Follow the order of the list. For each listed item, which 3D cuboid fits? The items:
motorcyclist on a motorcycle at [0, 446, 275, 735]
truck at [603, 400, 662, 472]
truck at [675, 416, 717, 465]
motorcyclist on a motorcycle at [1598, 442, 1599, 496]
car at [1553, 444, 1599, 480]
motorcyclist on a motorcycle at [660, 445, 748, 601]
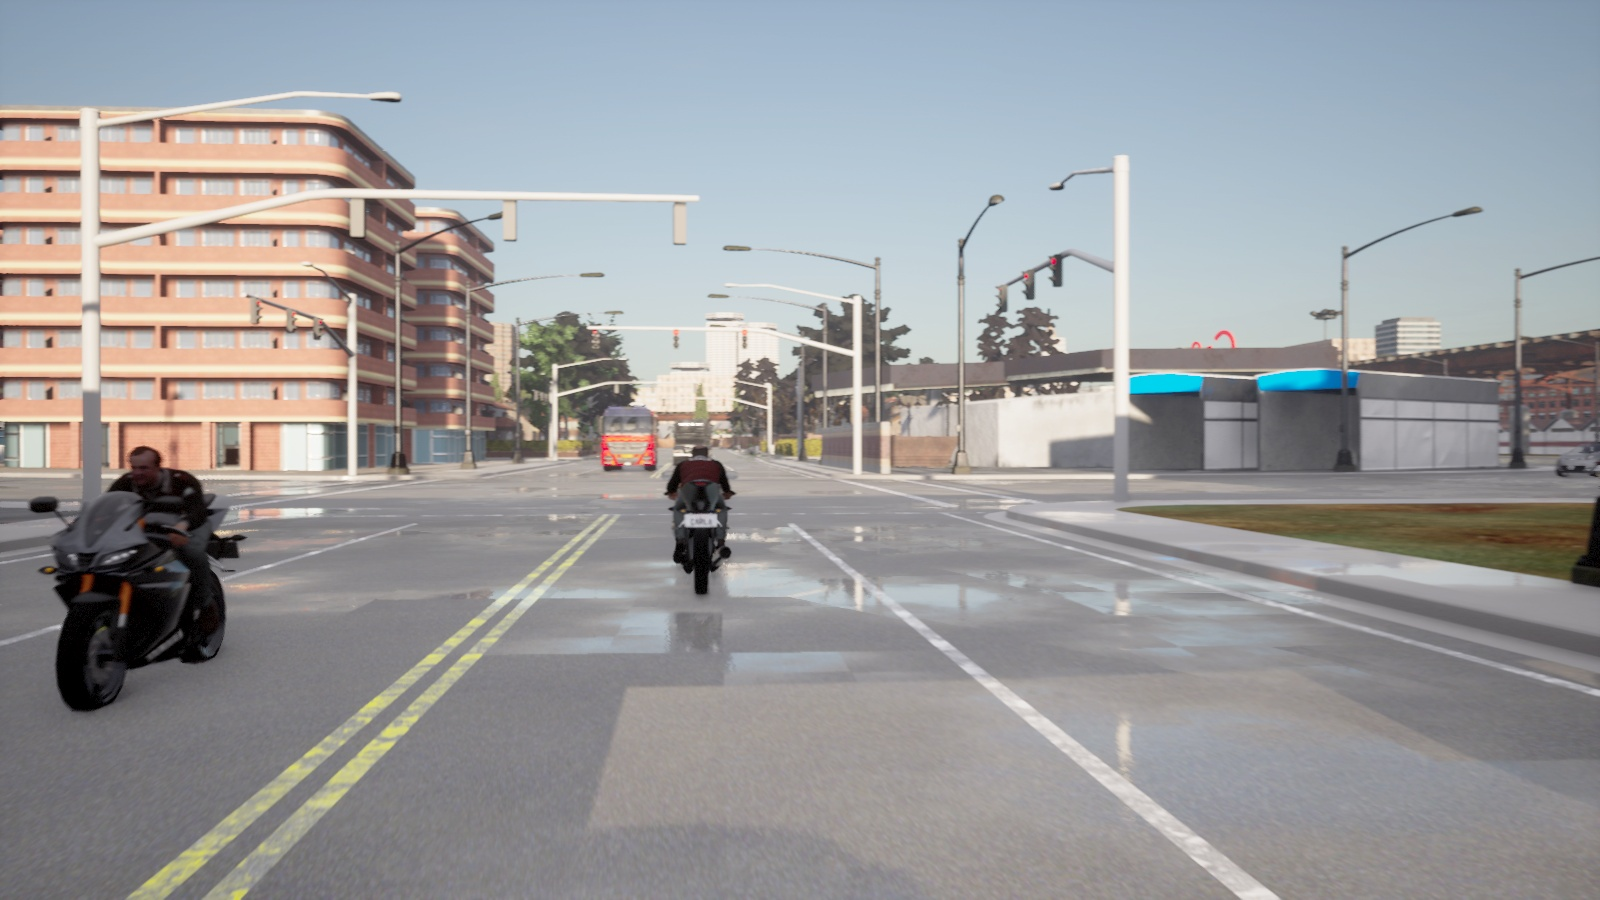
[{"bbox_3d":[-4.076,0.745,7.801,0.866,1.530,2.191,0,0,-5],"label":"motorcyclist on a motorcycle"},{"bbox_3d":[-9.426,-0.763,71.448,2.891,3.827,8.468,0,0,-5],"label":"truck"},{"bbox_3d":[-7.583,-0.678,91.324,2.891,3.462,7.936,0,0,-5],"label":"truck"},{"bbox_3d":[23.769,0.544,35.489,2.044,1.523,0.797,0,0,-9],"label":"motorcyclist on a motorcycle"},{"bbox_3d":[34.169,0.481,53.698,3.633,1.501,1.845,0,0,-30],"label":"car"},{"bbox_3d":[-1.041,0.716,13.508,0.866,1.530,2.191,0,0,-5],"label":"motorcyclist on a motorcycle"}]
